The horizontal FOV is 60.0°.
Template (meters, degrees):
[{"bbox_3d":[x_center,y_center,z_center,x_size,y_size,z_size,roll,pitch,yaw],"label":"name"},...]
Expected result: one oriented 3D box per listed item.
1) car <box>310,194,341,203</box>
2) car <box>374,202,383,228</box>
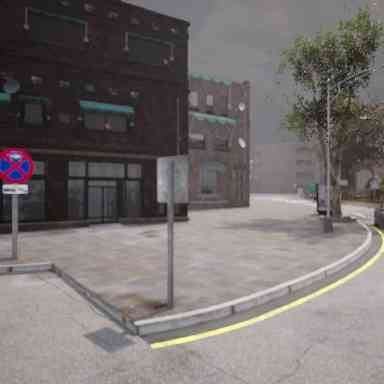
[{"bbox_3d":[16.663,0.690,41.726,2.128,1.511,4.902,0,1,-10],"label":"car"},{"bbox_3d":[11.243,1.333,18.144,1.837,1.490,4.892,1,1,20],"label":"car"}]
